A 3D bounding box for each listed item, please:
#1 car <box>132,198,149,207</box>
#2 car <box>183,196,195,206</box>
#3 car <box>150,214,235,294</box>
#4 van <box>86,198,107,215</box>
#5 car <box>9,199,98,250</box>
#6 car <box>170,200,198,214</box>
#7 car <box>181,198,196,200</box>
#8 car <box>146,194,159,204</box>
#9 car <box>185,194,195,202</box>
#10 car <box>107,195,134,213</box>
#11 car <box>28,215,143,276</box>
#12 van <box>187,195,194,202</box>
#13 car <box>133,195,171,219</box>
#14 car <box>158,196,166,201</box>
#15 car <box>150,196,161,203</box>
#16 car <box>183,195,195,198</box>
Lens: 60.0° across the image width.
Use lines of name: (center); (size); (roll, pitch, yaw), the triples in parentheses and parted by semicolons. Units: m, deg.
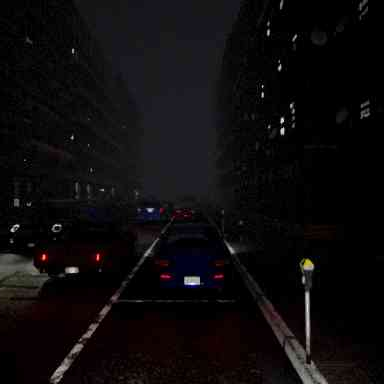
car: (-8.321, 1.660, 53.938); (1.947, 1.339, 4.313); (1, 0, 0)
car: (-0.473, 1.553, 59.411); (1.967, 1.590, 4.097); (1, 0, 0)
car: (0.003, 1.531, 8.653); (1.812, 1.442, 4.674); (0, 0, 0)
van: (-8.314, 1.368, 26.285); (1.690, 1.788, 3.998); (1, 0, 0)
car: (-5.871, 1.362, 14.396); (2.097, 1.767, 4.553); (0, 0, 0)
car: (-0.438, 1.572, 26.224); (1.887, 1.381, 4.507); (1, 0, 0)
car: (-0.438, 1.582, 31.754); (1.887, 1.381, 4.507); (1, 0, 0)
car: (-8.317, 1.471, 70.528); (2.192, 1.841, 5.009); (1, 0, 0)
car: (-0.473, 1.521, 81.536); (2.192, 1.841, 5.009); (1, 0, 0)
car: (-8.314, 1.365, 37.346); (2.192, 1.841, 5.009); (1, 0, 0)
car: (-2.917, 1.607, 10.306); (1.895, 1.301, 4.718); (0, 0, 0)
van: (-0.474, 1.575, 87.068); (1.690, 1.788, 3.998); (1, 0, 0)
car: (-3.022, 1.378, 26.168); (2.097, 1.767, 4.553); (0, 0, 0)
car: (-8.326, 1.846, 92.652); (1.802, 1.307, 4.206); (1, 0, 0)
car: (-8.323, 1.725, 76.059); (1.887, 1.381, 4.507); (1, 0, 0)
car: (-0.429, 1.490, 37.286); (1.967, 1.590, 4.097); (1, 0, 0)
